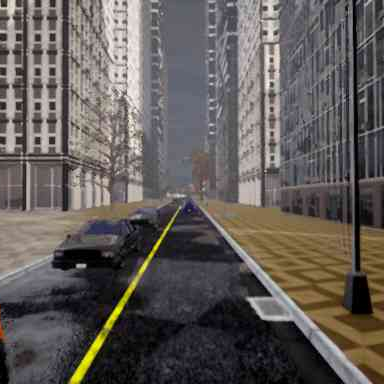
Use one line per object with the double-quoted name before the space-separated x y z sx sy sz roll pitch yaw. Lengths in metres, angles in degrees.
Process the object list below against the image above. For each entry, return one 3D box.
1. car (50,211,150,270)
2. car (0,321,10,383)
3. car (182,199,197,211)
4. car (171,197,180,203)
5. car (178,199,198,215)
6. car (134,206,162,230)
"car" -2.956 1.614 11.595 2.033 1.411 5.357 0 0 0
"car" -2.852 1.370 1.396 2.097 1.767 4.553 0 0 -1
"car" -0.397 1.773 47.076 2.033 1.411 5.357 0 0 -1
"car" -3.548 1.773 74.748 1.994 1.385 4.181 0 0 -1
"car" -0.283 1.701 36.413 1.812 1.442 4.674 0 0 -1
"car" -3.067 1.665 22.226 2.033 1.411 5.357 0 0 0
